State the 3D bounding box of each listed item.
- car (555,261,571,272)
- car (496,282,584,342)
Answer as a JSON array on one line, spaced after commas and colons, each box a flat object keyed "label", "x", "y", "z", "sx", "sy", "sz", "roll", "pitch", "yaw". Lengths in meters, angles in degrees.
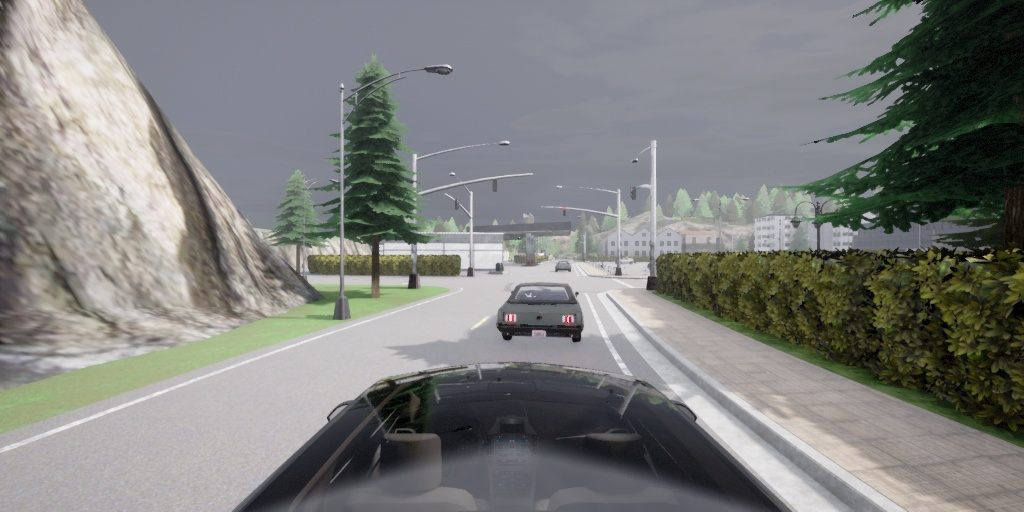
[{"label": "car", "x": 6.548, "y": 1.314, "z": 45.797, "sx": 1.994, "sy": 1.385, "sz": 4.181, "roll": 0, "pitch": 0, "yaw": 9}, {"label": "car", "x": 0.881, "y": 1.351, "z": 9.770, "sx": 1.895, "sy": 1.301, "sz": 4.718, "roll": 0, "pitch": 0, "yaw": 8}]
